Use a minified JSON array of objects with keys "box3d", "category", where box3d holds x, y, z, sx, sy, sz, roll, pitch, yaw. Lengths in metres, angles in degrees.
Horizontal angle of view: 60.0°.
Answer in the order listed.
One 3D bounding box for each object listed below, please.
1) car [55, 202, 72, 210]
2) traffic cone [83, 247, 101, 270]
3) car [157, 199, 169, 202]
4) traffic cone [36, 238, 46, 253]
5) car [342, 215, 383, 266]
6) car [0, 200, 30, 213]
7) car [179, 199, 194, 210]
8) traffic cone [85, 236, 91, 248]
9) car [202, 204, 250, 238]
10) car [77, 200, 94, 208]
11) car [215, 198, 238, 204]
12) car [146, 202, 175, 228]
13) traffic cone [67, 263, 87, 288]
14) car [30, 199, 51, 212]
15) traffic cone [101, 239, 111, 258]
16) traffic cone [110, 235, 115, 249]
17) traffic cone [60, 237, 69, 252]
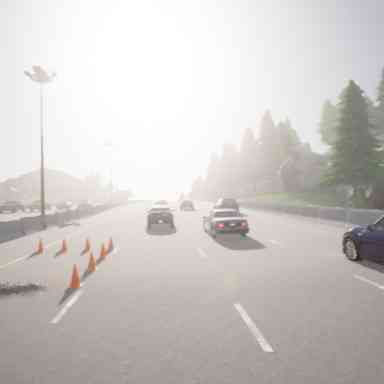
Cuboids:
[{"box3d":[-23.117,2.491,60.416,1.812,1.442,4.674,-2,0,-5],"category":"car"},{"box3d":[-3.204,2.167,10.640,0.340,0.580,0.340,-2,0,-5],"category":"traffic cone"},{"box3d":[-4.530,1.816,49.921,1.882,1.535,5.008,-2,0,-5],"category":"car"},{"box3d":[-6.521,2.302,14.360,0.340,0.580,0.340,-2,0,-2],"category":"traffic cone"},{"box3d":[6.062,1.238,9.022,2.097,1.767,4.553,-2,-1,-5],"category":"car"},{"box3d":[-29.715,2.401,55.314,2.150,2.045,5.566,-2,0,-4],"category":"car"},{"box3d":[-0.818,1.719,47.632,1.837,1.490,4.892,-2,0,-5],"category":"car"},{"box3d":[-4.545,2.237,14.537,0.340,0.580,0.340,-2,0,-5],"category":"traffic cone"},{"box3d":[1.733,1.636,18.463,2.033,1.411,5.357,-2,0,-5],"category":"car"},{"box3d":[-19.716,2.207,61.606,2.097,1.767,4.553,-2,0,-5],"category":"car"},{"box3d":[3.696,1.402,36.109,2.097,1.767,4.553,-2,0,-5],"category":"car"},{"box3d":[-2.308,1.741,24.511,1.837,1.490,4.892,-2,-1,-5],"category":"car"},{"box3d":[-3.030,2.147,8.647,0.340,0.580,0.340,-2,0,-5],"category":"traffic cone"},{"box3d":[-26.437,2.296,58.128,2.150,2.045,5.566,-2,0,-5],"category":"car"},{"box3d":[-3.377,2.188,12.632,0.340,0.580,0.340,-2,0,-5],"category":"traffic cone"},{"box3d":[-3.551,2.204,14.625,0.340,0.580,0.340,-2,0,-5],"category":"traffic cone"},{"box3d":[-5.533,2.270,14.450,0.340,0.580,0.340,-2,0,-4],"category":"traffic cone"}]
